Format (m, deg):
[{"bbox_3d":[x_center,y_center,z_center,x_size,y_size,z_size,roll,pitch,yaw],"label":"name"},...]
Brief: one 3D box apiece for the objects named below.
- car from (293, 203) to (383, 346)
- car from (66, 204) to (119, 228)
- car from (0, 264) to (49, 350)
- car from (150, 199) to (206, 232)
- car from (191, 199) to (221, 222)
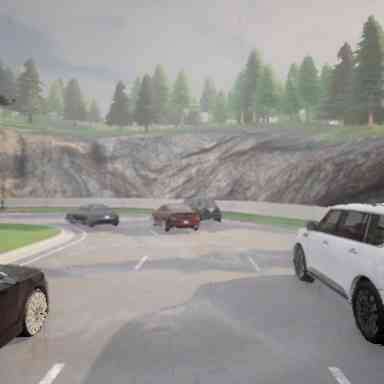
[{"bbox_3d":[3.686,1.216,6.465,2.150,2.045,5.566,0,0,1],"label":"car"},{"bbox_3d":[-6.460,1.459,21.445,1.994,1.385,4.181,0,0,-42],"label":"car"},{"bbox_3d":[-3.289,1.465,3.631,2.128,1.511,4.902,0,0,0],"label":"car"},{"bbox_3d":[-1.117,1.403,19.798,1.882,1.535,5.008,1,0,-19],"label":"car"},{"bbox_3d":[0.102,1.268,24.434,2.097,1.767,4.553,0,0,-34],"label":"car"}]
